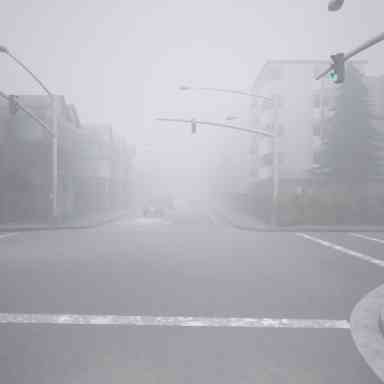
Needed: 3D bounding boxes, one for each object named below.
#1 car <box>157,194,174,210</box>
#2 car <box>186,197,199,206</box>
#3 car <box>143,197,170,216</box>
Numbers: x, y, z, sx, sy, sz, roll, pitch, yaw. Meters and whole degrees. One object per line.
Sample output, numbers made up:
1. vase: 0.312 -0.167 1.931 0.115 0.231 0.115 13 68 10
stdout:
1. car: -3.560 1.221 42.919 2.150 2.045 5.566 0 0 0
2. car: -0.001 1.526 55.234 1.812 1.442 4.674 0 0 -3
3. car: -3.584 1.491 32.343 2.128 1.511 4.902 0 0 0
